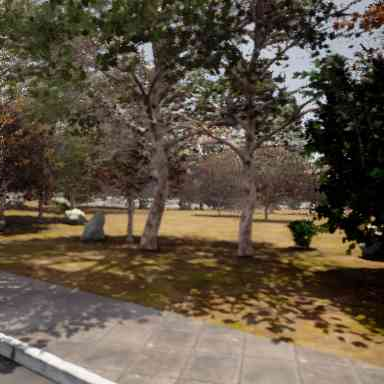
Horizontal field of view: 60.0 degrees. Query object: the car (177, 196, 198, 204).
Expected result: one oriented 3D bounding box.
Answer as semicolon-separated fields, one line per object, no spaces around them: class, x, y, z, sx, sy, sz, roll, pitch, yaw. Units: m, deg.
car;-1.669;2.233;93.439;2.435;2.045;5.566;5;1;42
